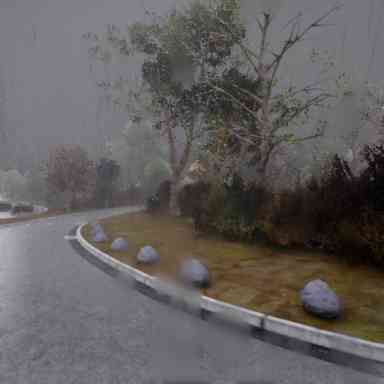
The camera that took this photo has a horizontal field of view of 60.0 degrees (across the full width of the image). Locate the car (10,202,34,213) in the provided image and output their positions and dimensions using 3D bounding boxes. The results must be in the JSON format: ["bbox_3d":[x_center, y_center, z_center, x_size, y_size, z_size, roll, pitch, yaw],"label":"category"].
[{"bbox_3d":[-21.252,1.978,42.074,1.895,1.301,4.718,0,0,-19],"label":"car"}]

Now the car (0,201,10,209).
[{"bbox_3d":[-28.470,2.001,50.491,1.895,1.301,4.718,0,0,-30],"label":"car"}]
